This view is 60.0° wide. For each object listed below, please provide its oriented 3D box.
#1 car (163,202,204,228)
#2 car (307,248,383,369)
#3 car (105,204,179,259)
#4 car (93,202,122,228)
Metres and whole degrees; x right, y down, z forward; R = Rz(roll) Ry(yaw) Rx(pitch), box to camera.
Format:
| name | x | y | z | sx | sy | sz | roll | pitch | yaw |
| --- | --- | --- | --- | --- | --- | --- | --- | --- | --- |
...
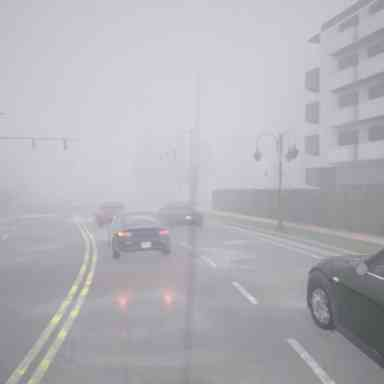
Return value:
| name | x | y | z | sx | sy | sz | roll | pitch | yaw |
| --- | --- | --- | --- | --- | --- | --- | --- | --- | --- |
| car | -0.850 | 1.281 | 19.345 | 1.994 | 1.385 | 4.181 | -1 | 1 | -19 |
| car | 3.125 | 1.280 | 3.880 | 2.097 | 1.767 | 4.553 | 0 | 1 | -4 |
| car | -1.999 | 1.356 | 11.978 | 1.812 | 1.442 | 4.674 | 0 | 1 | -17 |
| car | -4.886 | 1.285 | 20.243 | 1.994 | 1.385 | 4.181 | -1 | 1 | -21 |
